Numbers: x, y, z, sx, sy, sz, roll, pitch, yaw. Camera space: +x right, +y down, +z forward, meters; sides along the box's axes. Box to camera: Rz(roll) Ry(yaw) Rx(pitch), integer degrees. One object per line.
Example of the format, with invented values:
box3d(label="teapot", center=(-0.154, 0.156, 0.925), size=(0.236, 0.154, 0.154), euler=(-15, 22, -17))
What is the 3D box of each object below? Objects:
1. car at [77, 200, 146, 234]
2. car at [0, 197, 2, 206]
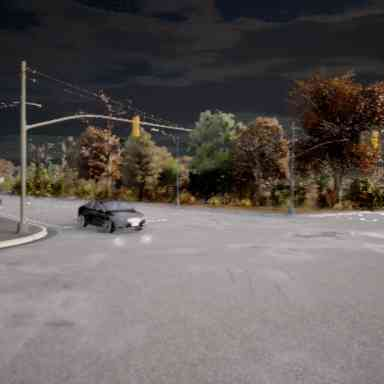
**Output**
box3d(label="car", center=(-4.230, 1.169, 17.118), size=(2.128, 1.511, 4.902), euler=(0, 1, -42))
box3d(label="car", center=(-22.004, 0.535, 35.489), size=(4.553, 1.767, 2.097), euler=(1, 1, 45))
